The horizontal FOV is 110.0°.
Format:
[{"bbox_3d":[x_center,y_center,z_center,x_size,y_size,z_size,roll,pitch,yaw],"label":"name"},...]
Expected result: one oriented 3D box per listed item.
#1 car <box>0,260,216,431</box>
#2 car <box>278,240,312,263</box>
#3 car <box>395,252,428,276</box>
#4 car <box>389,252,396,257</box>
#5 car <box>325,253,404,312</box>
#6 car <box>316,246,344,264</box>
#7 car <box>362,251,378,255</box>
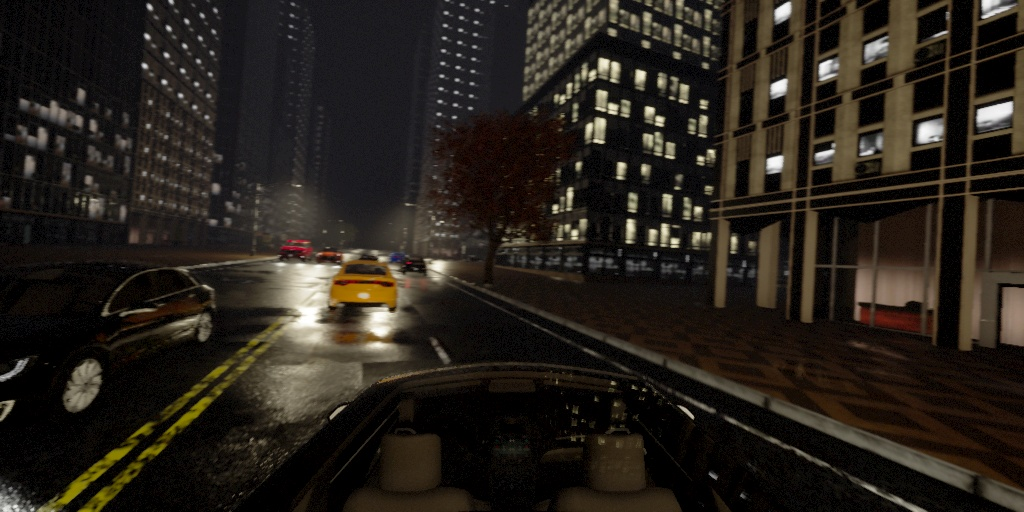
[{"bbox_3d":[-5.754,0.843,4.742,1.837,1.490,4.892,4,0,-21],"label":"car"},{"bbox_3d":[-21.041,-0.498,35.070,2.150,2.045,5.566,4,0,-22],"label":"car"},{"bbox_3d":[-7.885,0.712,28.545,2.128,1.511,4.902,4,0,-21],"label":"car"},{"bbox_3d":[-14.116,0.275,44.426,1.882,1.535,5.008,4,0,-21],"label":"car"},{"bbox_3d":[-4.971,0.884,12.193,1.882,1.535,5.008,4,0,-21],"label":"car"},{"bbox_3d":[-17.256,-0.092,34.240,2.097,1.767,4.553,4,0,-21],"label":"car"},{"bbox_3d":[-14.227,0.268,35.909,2.128,1.511,4.902,4,0,-21],"label":"car"}]
